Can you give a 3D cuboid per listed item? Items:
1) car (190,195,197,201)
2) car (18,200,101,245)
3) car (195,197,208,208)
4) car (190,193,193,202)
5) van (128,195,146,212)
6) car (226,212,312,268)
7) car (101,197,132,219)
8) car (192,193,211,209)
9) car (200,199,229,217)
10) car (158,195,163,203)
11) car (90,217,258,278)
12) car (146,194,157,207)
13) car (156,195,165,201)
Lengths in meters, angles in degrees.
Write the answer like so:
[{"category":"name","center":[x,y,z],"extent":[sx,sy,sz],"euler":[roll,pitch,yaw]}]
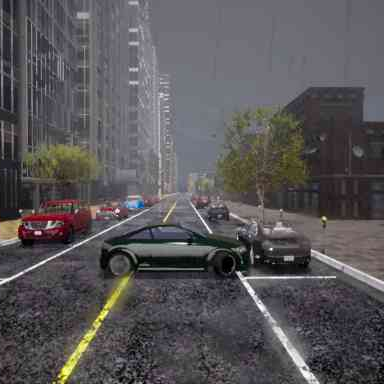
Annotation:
[{"category":"car","center":[0.389,1.551,88.590],"extent":[1.802,1.307,4.206],"euler":[-1,0,-1]},{"category":"car","center":[-6.188,1.310,15.725],"extent":[2.192,1.841,5.009],"euler":[-1,0,-1]},{"category":"car","center":[1.400,1.509,50.032],"extent":[1.752,1.417,4.829],"euler":[-1,0,-1]},{"category":"car","center":[0.820,1.290,71.993],"extent":[2.192,1.841,5.009],"euler":[-1,0,-1]},{"category":"van","center":[-6.686,1.329,38.586],"extent":[1.690,1.788,3.998],"euler":[-1,0,-1]},{"category":"car","center":[2.550,1.548,11.137],"extent":[2.008,1.369,4.403],"euler":[-1,0,-1]},{"category":"car","center":[-6.387,1.432,26.793],"extent":[1.967,1.590,4.097],"euler":[-1,0,-1]},{"category":"car","center":[1.546,1.301,44.329],"extent":[2.192,1.841,5.009],"euler":[-1,0,-1]},{"category":"car","center":[2.016,1.543,26.996],"extent":[2.008,1.369,4.403],"euler":[-1,0,-1]},{"category":"car","center":[-7.409,1.522,66.251],"extent":[1.887,1.381,4.507],"euler":[-1,0,-1]},{"category":"car","center":[-0.466,1.556,9.536],"extent":[4.181,1.385,1.994],"euler":[0,0,-1]},{"category":"car","center":[-6.976,1.299,49.652],"extent":[2.192,1.841,5.009],"euler":[-1,0,-1]},{"category":"car","center":[-7.840,1.496,82.679],"extent":[1.752,1.417,4.829],"euler":[-1,0,-1]}]
